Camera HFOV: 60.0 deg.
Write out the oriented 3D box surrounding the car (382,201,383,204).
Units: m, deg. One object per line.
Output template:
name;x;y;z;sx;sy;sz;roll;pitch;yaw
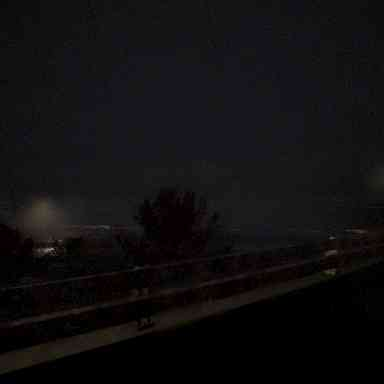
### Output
car;43.190;2.164;72.287;1.994;1.385;4.181;0;0;5
